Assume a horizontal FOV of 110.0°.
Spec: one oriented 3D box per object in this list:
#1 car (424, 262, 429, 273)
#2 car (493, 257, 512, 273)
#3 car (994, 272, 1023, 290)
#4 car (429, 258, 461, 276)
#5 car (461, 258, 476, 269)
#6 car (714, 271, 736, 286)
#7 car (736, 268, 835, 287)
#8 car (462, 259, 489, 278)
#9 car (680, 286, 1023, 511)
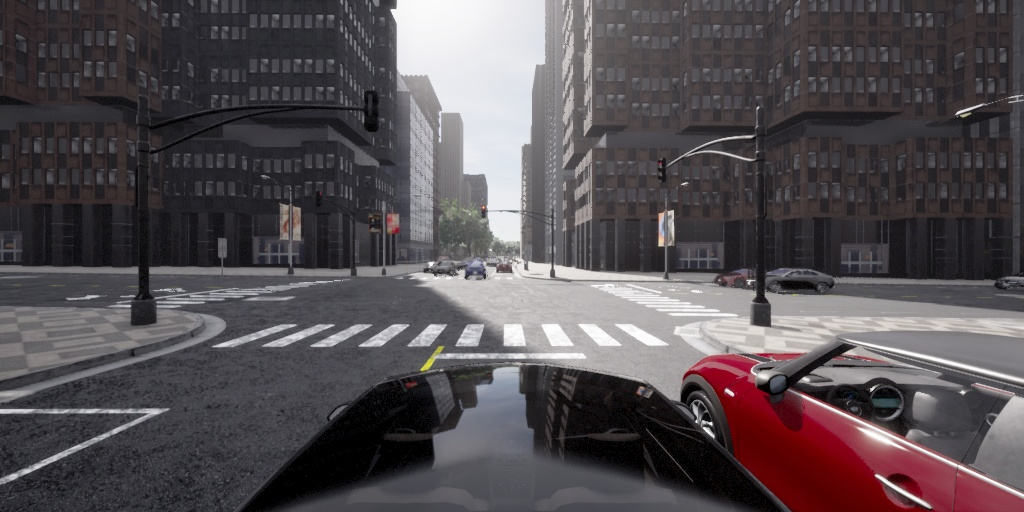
[{"bbox_3d":[-9.454,1.323,43.485,1.948,1.339,4.313,0,0,-1],"label":"car"},{"bbox_3d":[-0.930,1.197,43.604,1.967,1.591,4.097,0,0,-1],"label":"car"},{"bbox_3d":[38.130,1.850,25.983,4.674,1.442,1.812,1,0,-1],"label":"car"},{"bbox_3d":[-6.774,1.247,36.618,1.837,1.490,4.892,0,0,1],"label":"car"},{"bbox_3d":[-6.924,1.327,53.344,2.033,1.411,5.357,0,0,-1],"label":"car"},{"bbox_3d":[16.891,1.579,25.713,4.181,1.385,1.994,1,0,-1],"label":"car"},{"bbox_3d":[17.310,1.516,22.468,4.902,1.511,2.128,1,0,-1],"label":"car"},{"bbox_3d":[-3.269,1.258,33.001,1.812,1.442,4.674,0,0,-3],"label":"car"},{"bbox_3d":[2.760,1.190,2.240,1.967,1.591,4.097,0,0,0],"label":"car"}]
